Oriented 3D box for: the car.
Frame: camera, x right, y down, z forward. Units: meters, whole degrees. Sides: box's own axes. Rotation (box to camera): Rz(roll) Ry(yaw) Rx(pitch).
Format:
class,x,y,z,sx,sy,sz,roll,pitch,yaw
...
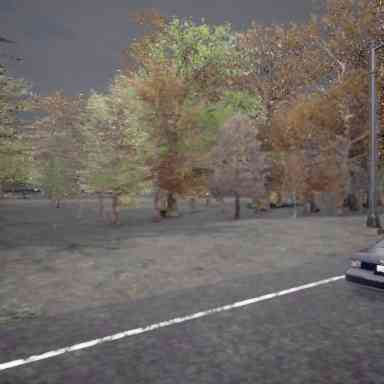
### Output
class,x,y,z,sx,sy,sz,roll,pitch,yaw
car,5.844,1.566,7.981,5.357,1.411,2.033,0,0,-35
